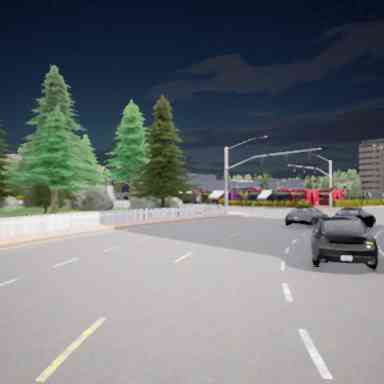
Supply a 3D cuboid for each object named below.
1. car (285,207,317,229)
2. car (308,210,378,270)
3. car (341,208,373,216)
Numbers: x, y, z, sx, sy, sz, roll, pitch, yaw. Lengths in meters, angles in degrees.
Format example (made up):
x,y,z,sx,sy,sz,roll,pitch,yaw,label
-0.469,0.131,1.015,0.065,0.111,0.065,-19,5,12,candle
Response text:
x,y,z,sx,sy,sz,roll,pitch,yaw,label
8.673,1.814,25.102,1.994,1.385,4.181,-1,-1,41,car
5.175,1.624,11.698,1.837,1.490,4.892,0,0,19,car
10.819,1.770,22.296,2.033,1.411,5.357,0,-1,39,car
